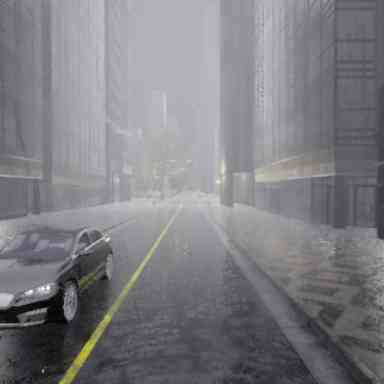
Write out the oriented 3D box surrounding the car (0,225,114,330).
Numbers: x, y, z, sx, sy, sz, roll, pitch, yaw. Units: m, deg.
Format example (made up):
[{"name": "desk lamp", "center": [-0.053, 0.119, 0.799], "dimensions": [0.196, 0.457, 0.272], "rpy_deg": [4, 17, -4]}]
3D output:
[{"name": "car", "center": [-3.034, 1.533, 7.306], "dimensions": [2.128, 1.511, 4.902], "rpy_deg": [0, 0, 0]}]
